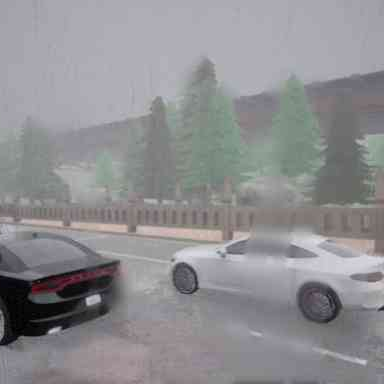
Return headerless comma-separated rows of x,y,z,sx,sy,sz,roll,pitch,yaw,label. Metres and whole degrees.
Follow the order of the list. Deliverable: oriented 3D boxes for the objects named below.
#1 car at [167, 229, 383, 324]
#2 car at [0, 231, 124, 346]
1.612,1.545,7.146,4.674,1.442,1.812,-1,0,35,car
-3.523,1.523,6.511,5.008,1.535,1.882,-1,0,35,car
